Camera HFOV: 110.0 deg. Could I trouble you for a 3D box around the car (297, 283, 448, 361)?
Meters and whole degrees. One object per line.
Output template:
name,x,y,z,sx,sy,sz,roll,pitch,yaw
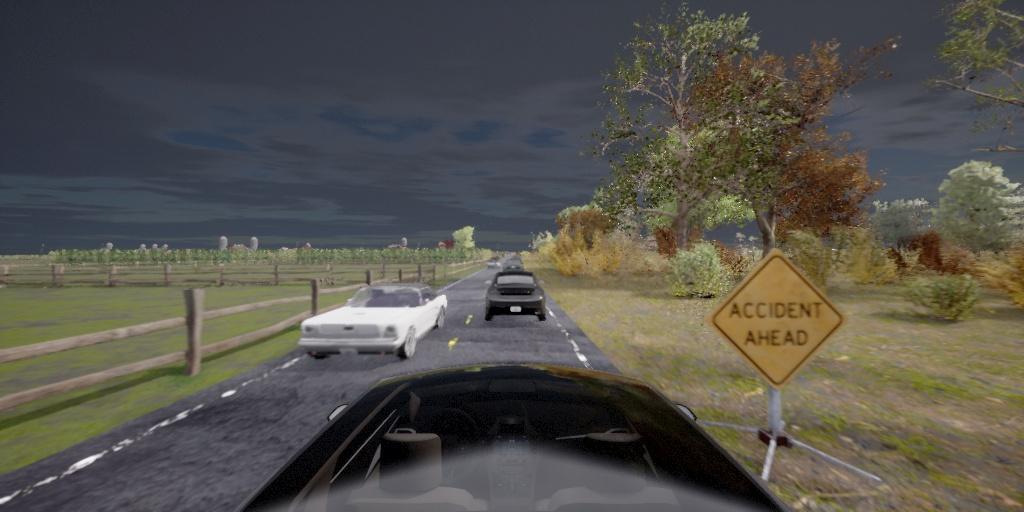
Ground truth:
car,-2.842,1.352,8.443,1.895,1.301,4.718,0,0,0

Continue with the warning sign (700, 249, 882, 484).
warning sign,2.450,0.867,3.346,1.300,1.860,1.060,0,0,0

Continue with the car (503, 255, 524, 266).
car,0.123,1.084,37.074,2.097,1.767,4.553,0,0,0

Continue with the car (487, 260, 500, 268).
car,-2.771,1.303,54.212,1.895,1.301,4.718,0,0,1

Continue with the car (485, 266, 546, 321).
car,0.107,1.256,12.529,1.837,1.490,4.892,0,0,0
